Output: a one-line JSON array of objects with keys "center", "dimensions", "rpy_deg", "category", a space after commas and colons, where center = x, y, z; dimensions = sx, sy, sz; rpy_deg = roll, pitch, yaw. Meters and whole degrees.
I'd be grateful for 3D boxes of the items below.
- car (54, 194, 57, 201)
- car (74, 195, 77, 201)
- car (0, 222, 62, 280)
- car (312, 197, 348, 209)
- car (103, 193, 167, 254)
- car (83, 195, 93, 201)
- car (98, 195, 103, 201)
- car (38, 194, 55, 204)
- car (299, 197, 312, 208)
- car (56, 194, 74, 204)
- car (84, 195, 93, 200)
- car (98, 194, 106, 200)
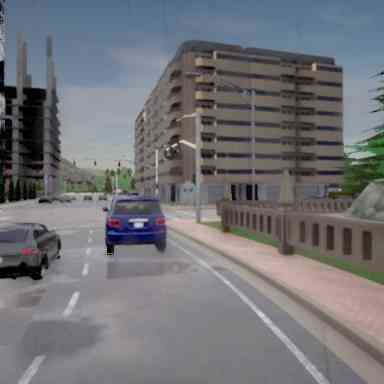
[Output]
[{"center": [-31.404, 1.274, 76.638], "dimensions": [2.097, 1.767, 4.553], "rpy_deg": [0, 0, -16], "category": "car"}, {"center": [-28.046, 1.428, 77.630], "dimensions": [1.812, 1.442, 4.674], "rpy_deg": [0, 0, -16], "category": "car"}, {"center": [-5.054, 1.557, 9.672], "dimensions": [1.994, 1.385, 4.181], "rpy_deg": [0, 0, -14], "category": "car"}, {"center": [17.712, 1.240, 40.834], "dimensions": [4.553, 1.767, 2.097], "rpy_deg": [0, 0, -16], "category": "car"}, {"center": [-2.423, 1.194, 13.640], "dimensions": [2.150, 2.045, 5.566], "rpy_deg": [0, 0, -14], "category": "car"}, {"center": [-24.938, 1.413, 79.486], "dimensions": [2.128, 1.511, 4.902], "rpy_deg": [0, 0, -16], "category": "car"}, {"center": [-21.606, 1.422, 80.564], "dimensions": [1.994, 1.385, 4.181], "rpy_deg": [0, 0, -16], "category": "car"}, {"center": [-26.957, 1.542, 61.142], "dimensions": [1.895, 1.301, 4.718], "rpy_deg": [0, 0, -16], "category": "car"}, {"center": [15.686, 1.391, 43.888], "dimensions": [4.892, 1.490, 1.837], "rpy_deg": [0, 0, -16], "category": "car"}, {"center": [-23.626, 1.430, 62.190], "dimensions": [1.837, 1.490, 4.892], "rpy_deg": [0, 0, -16], "category": "car"}, {"center": [-27.747, 1.422, 89.268], "dimensions": [1.994, 1.385, 4.181], "rpy_deg": [0, 0, -16], "category": "car"}, {"center": [-24.384, 1.395, 90.235], "dimensions": [2.033, 1.411, 5.357], "rpy_deg": [0, 0, -16], "category": "car"}]
